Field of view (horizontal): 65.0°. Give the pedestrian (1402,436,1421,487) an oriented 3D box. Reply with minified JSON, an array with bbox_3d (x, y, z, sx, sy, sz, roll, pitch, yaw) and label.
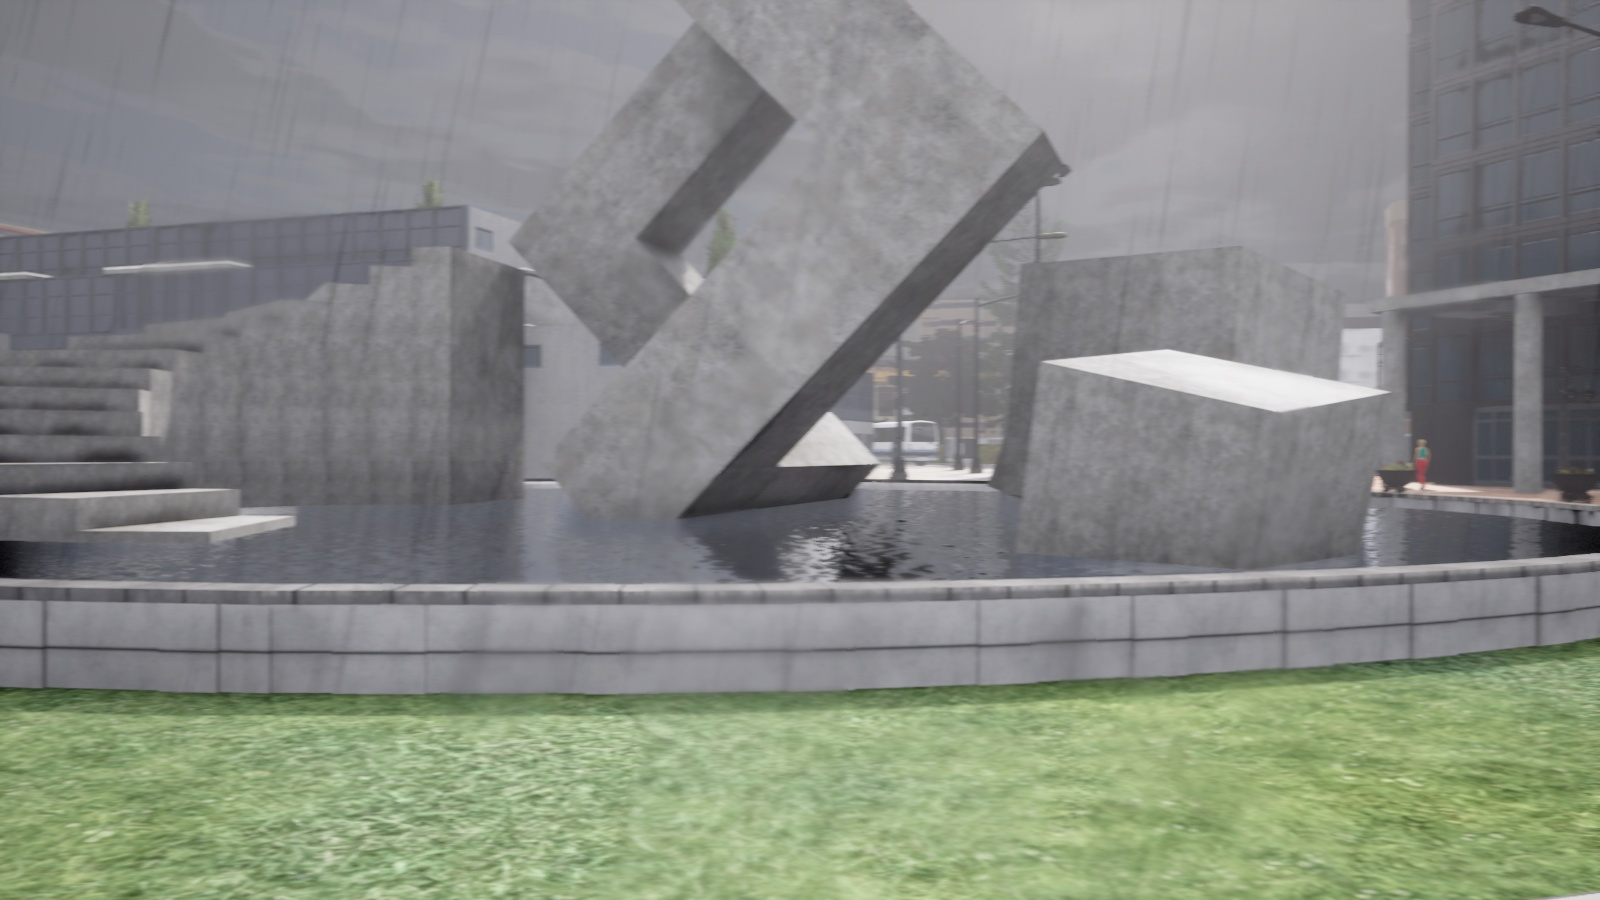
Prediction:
[{"bbox_3d":[22.106,0.404,45.394,0.345,1.836,0.594,0,0,-10],"label":"pedestrian"}]
